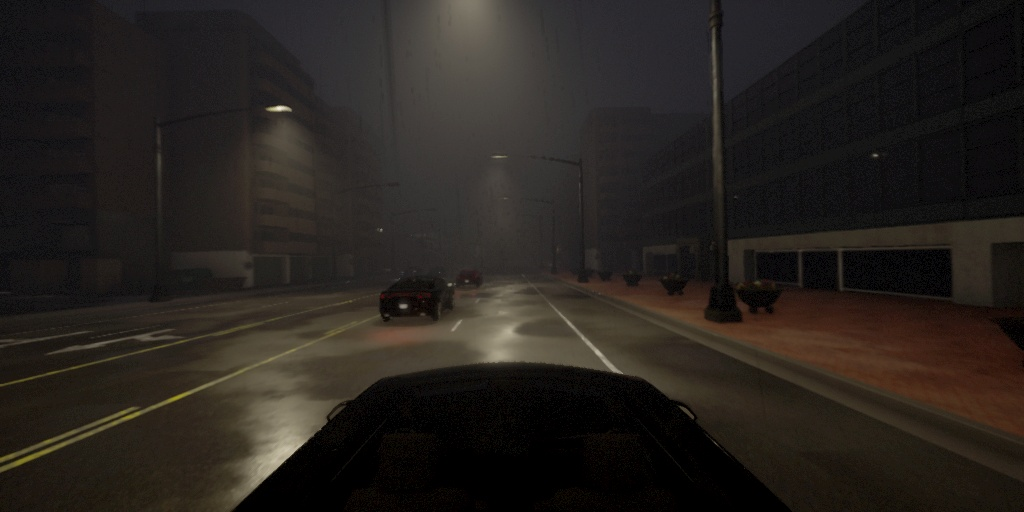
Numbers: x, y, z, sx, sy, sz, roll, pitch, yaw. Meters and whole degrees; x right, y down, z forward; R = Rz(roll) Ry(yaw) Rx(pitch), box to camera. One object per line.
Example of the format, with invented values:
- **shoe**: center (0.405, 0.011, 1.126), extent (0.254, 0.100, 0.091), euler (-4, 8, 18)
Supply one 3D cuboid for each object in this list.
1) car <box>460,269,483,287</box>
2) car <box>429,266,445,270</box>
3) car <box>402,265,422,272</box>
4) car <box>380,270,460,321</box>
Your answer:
- **car**: center (-3.517, 1.807, 30.110), extent (1.812, 1.442, 4.674), euler (-1, -1, 0)
- **car**: center (-10.780, 2.265, 51.818), extent (1.837, 1.490, 4.892), euler (-1, -1, 0)
- **car**: center (-14.279, 2.183, 51.602), extent (2.097, 1.767, 4.553), euler (-1, 0, 0)
- **car**: center (-3.432, 1.487, 13.817), extent (1.882, 1.535, 5.008), euler (-1, -1, 0)
